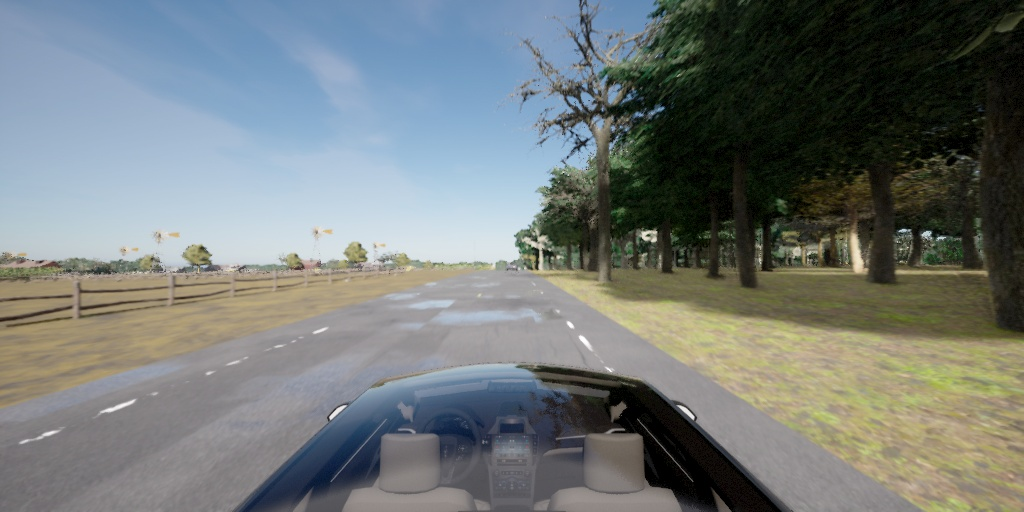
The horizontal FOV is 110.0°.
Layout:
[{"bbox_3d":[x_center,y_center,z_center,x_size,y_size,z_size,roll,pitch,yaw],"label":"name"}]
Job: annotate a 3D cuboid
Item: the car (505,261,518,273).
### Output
[{"bbox_3d":[-0.036,1.565,55.904,2.033,1.649,4.856,0,-1,0],"label":"car"}]
